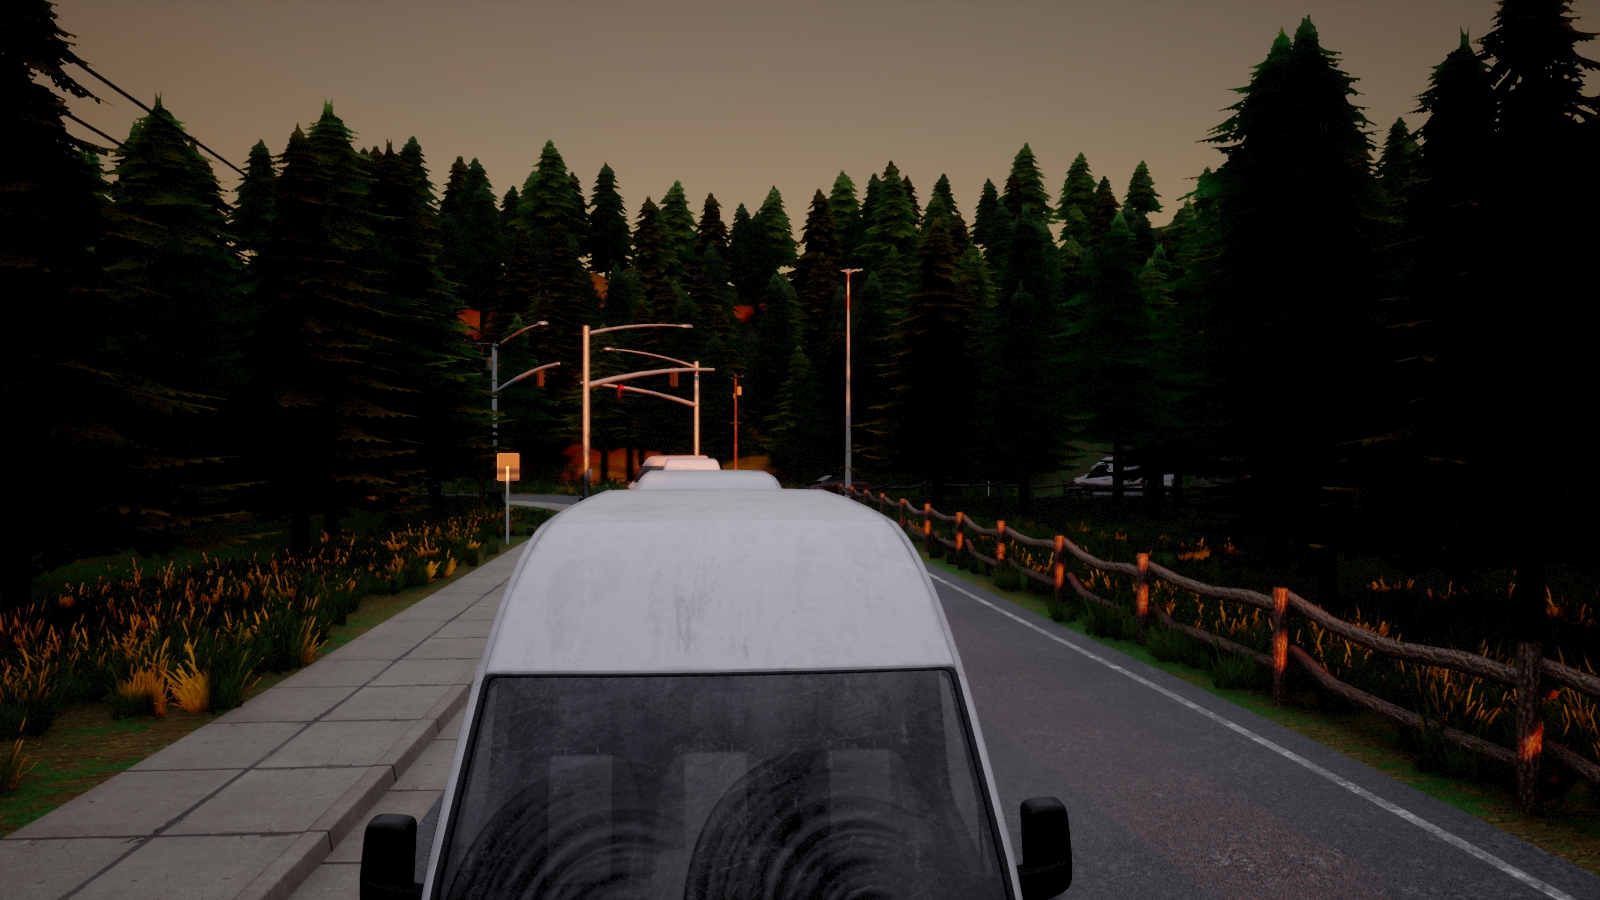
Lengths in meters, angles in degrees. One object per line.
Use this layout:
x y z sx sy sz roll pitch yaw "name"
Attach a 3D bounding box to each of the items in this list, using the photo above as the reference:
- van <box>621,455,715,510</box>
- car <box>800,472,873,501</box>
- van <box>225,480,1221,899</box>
-6.385 1.515 56.029 1.988 2.561 5.915 0 0 22 "van"
2.019 2.026 63.574 3.705 1.549 1.789 0 0 -18 "car"
-0.361 1.499 5.231 1.988 2.561 5.915 0 0 -5 "van"
